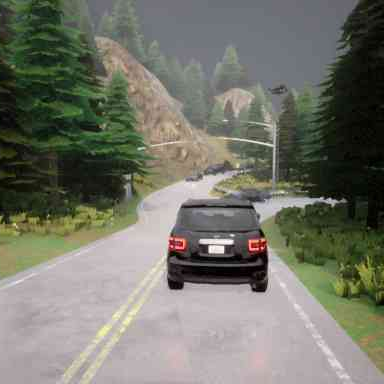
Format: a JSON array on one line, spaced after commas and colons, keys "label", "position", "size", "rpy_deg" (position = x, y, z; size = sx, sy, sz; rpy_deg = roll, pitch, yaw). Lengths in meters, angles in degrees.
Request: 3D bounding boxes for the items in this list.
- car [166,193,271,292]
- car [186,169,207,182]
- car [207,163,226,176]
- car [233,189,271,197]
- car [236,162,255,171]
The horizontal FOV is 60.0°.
[{"label": "car", "position": [0.705, 1.173, 8.993], "size": [2.150, 2.045, 5.566], "rpy_deg": [0, 0, 5]}, {"label": "car", "position": [0.428, -2.530, 55.249], "size": [1.994, 1.385, 4.181], "rpy_deg": [2, 10, 19]}, {"label": "car", "position": [4.450, -4.336, 63.780], "size": [2.150, 2.045, 5.566], "rpy_deg": [4, 10, 36]}, {"label": "car", "position": [4.874, 0.444, 31.023], "size": [5.357, 1.411, 2.033], "rpy_deg": [-7, 6, -29]}, {"label": "car", "position": [11.486, -5.593, 70.931], "size": [4.553, 1.767, 2.097], "rpy_deg": [-9, 9, -36]}]
